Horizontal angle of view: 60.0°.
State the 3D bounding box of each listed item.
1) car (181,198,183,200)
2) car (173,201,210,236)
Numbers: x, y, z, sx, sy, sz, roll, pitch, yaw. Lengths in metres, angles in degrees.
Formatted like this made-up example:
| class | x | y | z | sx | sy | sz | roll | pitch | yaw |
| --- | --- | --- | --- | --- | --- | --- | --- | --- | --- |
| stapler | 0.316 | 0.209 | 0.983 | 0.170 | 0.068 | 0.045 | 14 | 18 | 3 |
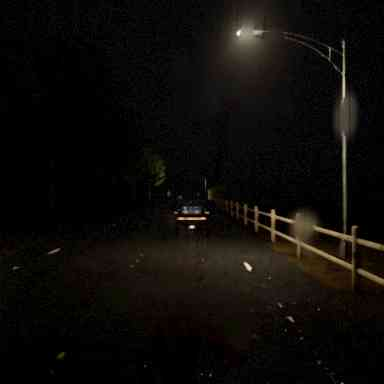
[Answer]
| class | x | y | z | sx | sy | sz | roll | pitch | yaw |
| --- | --- | --- | --- | --- | --- | --- | --- | --- | --- |
| car | -0.138 | 1.621 | 36.322 | 1.895 | 1.301 | 4.718 | 0 | 0 | 0 |
| car | -0.022 | 1.504 | 18.611 | 2.128 | 1.511 | 4.902 | 0 | 0 | 0 |
